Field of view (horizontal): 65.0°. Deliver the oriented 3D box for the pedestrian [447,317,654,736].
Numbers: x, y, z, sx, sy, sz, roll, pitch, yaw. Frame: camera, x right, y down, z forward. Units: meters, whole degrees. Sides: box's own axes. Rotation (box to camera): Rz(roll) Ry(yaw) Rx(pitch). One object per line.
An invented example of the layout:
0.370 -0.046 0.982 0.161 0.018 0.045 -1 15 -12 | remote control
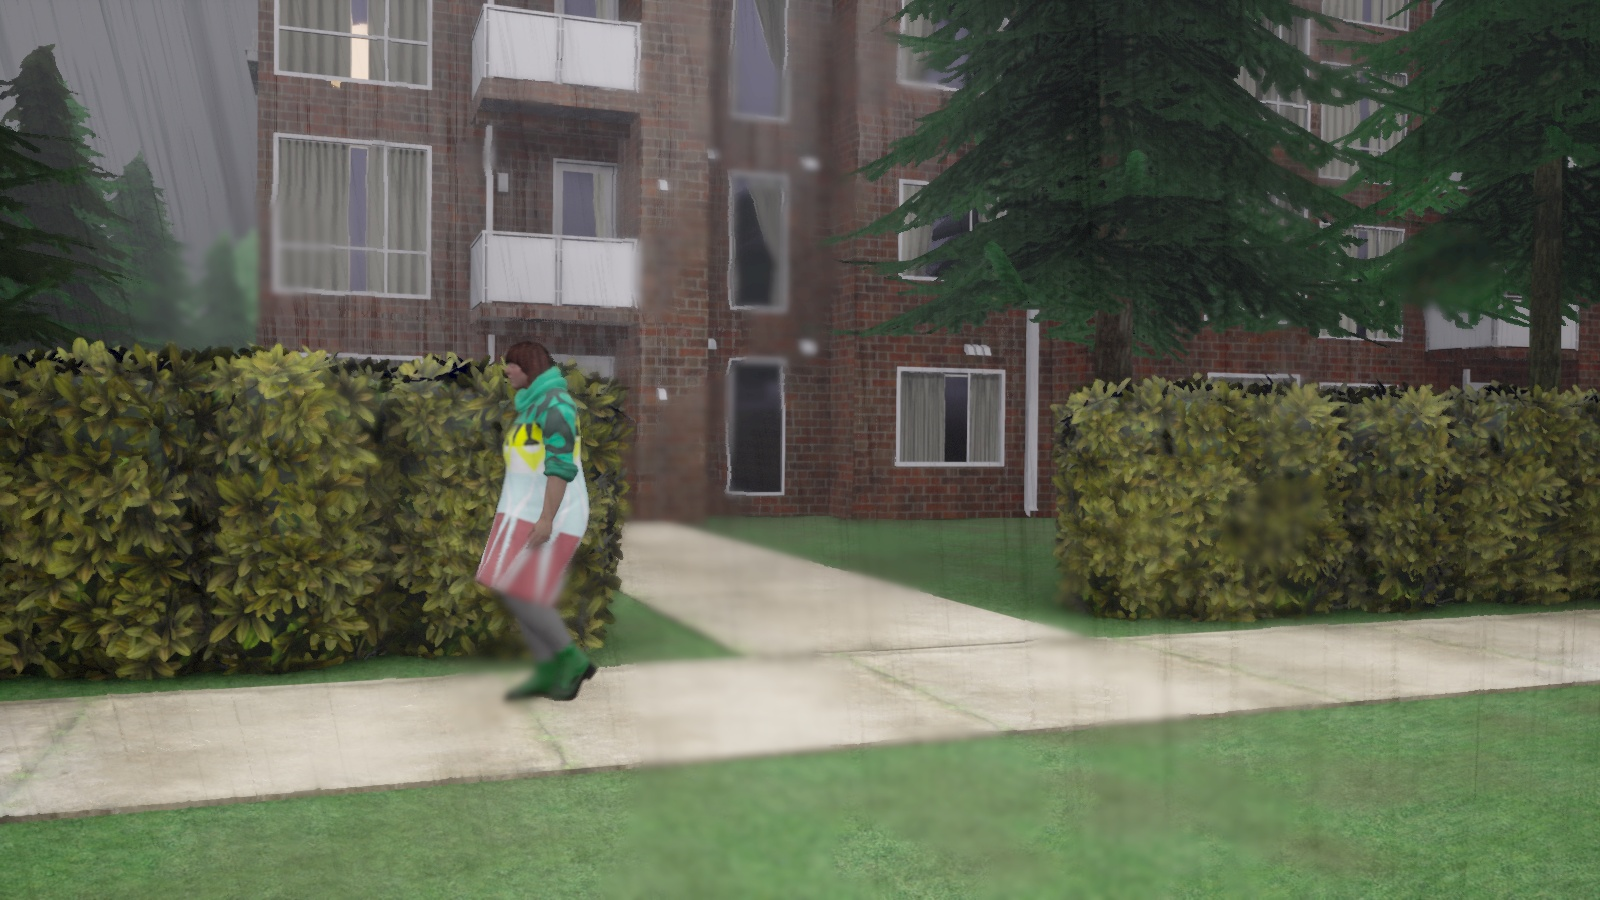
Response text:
-1.266 0.347 6.326 0.873 1.952 0.659 -1 1 -23 | pedestrian
